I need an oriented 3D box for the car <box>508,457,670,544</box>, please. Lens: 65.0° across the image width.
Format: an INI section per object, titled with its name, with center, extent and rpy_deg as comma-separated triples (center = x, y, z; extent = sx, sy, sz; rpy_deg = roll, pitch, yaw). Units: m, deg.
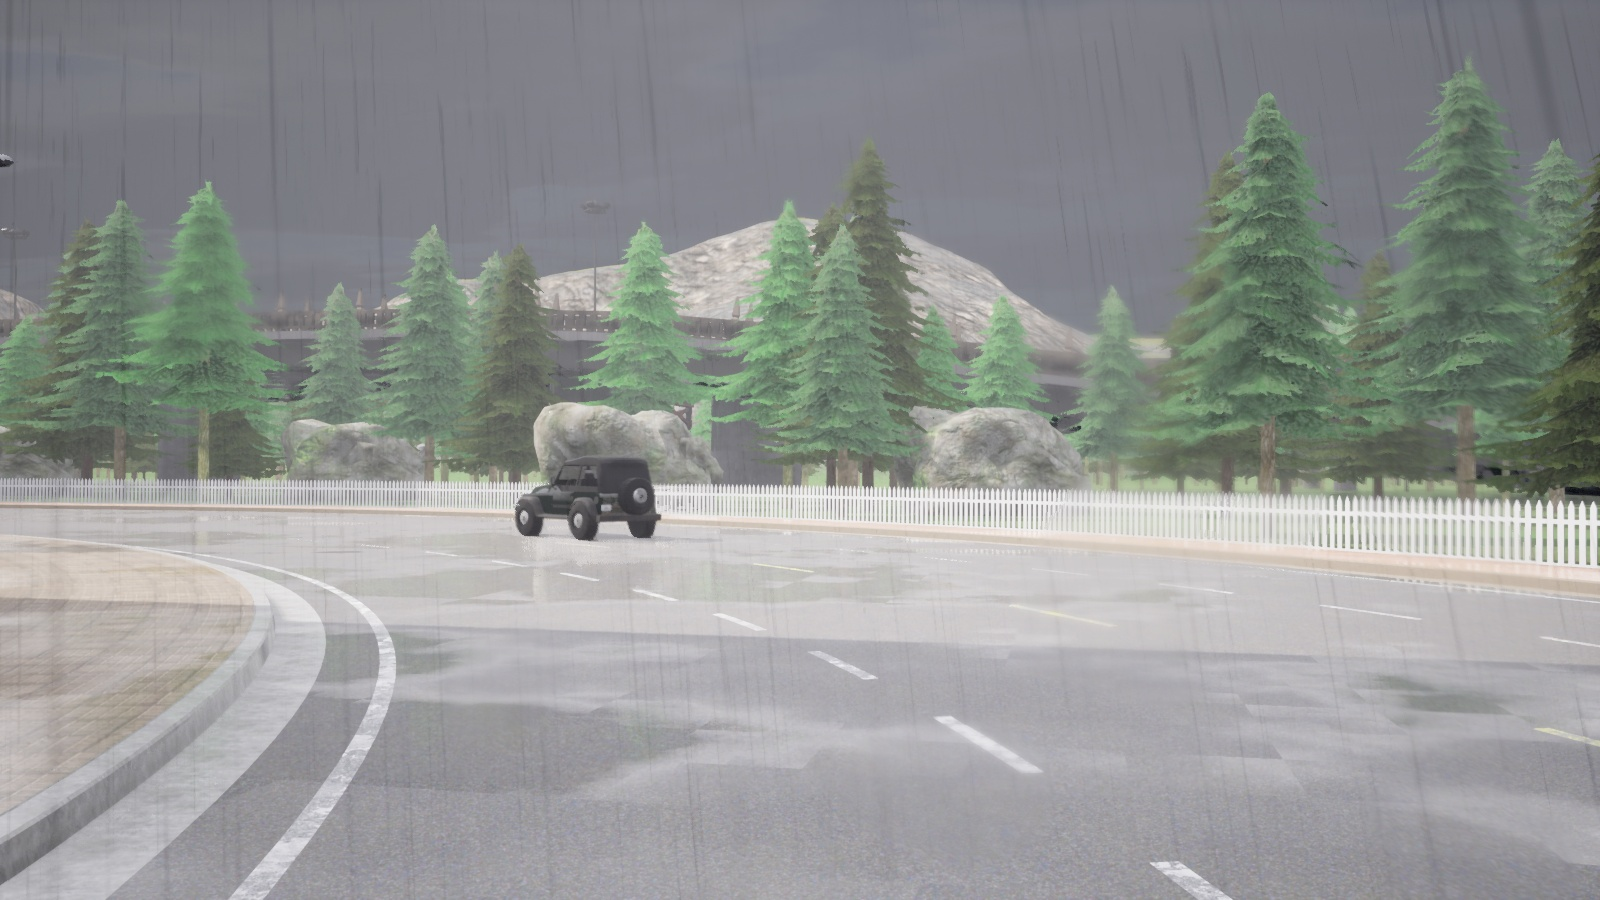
[car]
center = -4.947, 1.119, 29.164
extent = 1.905, 1.878, 3.866
rpy_deg = 1, -1, -43
